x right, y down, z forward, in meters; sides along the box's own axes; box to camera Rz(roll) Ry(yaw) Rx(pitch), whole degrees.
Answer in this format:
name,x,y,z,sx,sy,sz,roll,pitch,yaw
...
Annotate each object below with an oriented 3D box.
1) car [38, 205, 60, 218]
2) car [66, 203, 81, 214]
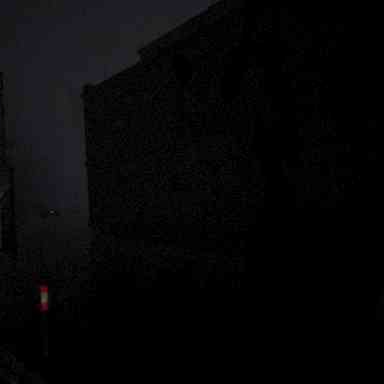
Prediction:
name,x,y,z,sx,sy,sz,roll,pitch,yaw
car,-17.106,2.298,39.729,1.994,1.385,4.181,-2,-1,-32
car,-17.315,2.364,48.418,1.812,1.442,4.674,-2,-1,-17
